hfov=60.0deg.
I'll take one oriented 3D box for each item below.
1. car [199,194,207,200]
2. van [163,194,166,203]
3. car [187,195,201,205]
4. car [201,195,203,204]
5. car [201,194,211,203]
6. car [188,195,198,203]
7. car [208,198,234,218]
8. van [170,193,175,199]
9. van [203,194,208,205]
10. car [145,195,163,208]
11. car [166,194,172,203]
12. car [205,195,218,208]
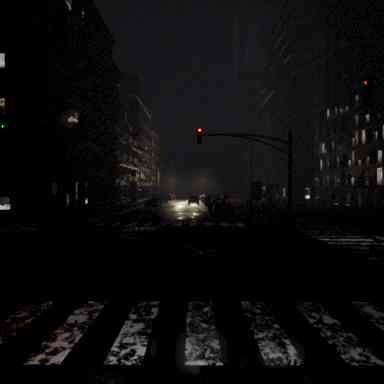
[{"bbox_3d":[2.931,1.309,86.439,1.967,1.590,4.097,-1,0,0],"label":"car"},{"bbox_3d":[-5.554,1.284,52.555,1.690,1.788,3.998,-1,0,0],"label":"van"},{"bbox_3d":[0.268,1.432,58.631,1.837,1.490,4.892,0,-1,0],"label":"car"},{"bbox_3d":[2.797,1.488,52.564,1.887,1.381,4.507,-1,0,0],"label":"car"},{"bbox_3d":[2.851,1.350,69.501,1.967,1.590,4.097,-1,0,0],"label":"car"},{"bbox_3d":[0.230,1.423,71.100,2.128,1.511,4.902,0,0,0],"label":"car"},{"bbox_3d":[2.731,1.520,29.981,1.887,1.381,4.507,-1,0,0],"label":"car"},{"bbox_3d":[-5.487,1.239,75.140,1.690,1.788,3.998,-1,0,0],"label":"van"},{"bbox_3d":[2.778,1.293,46.918,1.690,1.788,3.998,-1,0,0],"label":"van"},{"bbox_3d":[-5.567,1.518,46.910,1.947,1.339,4.313,-1,0,0],"label":"car"},{"bbox_3d":[-5.518,1.467,63.847,1.887,1.381,4.507,-1,0,0],"label":"car"},{"bbox_3d":[2.746,1.408,35.626,1.967,1.590,4.097,-1,0,0],"label":"car"}]
